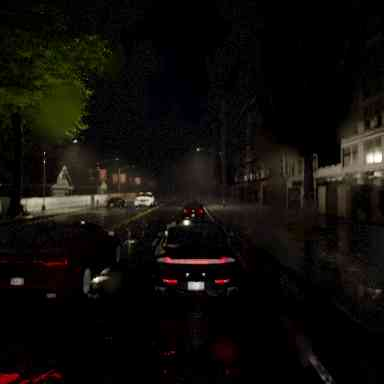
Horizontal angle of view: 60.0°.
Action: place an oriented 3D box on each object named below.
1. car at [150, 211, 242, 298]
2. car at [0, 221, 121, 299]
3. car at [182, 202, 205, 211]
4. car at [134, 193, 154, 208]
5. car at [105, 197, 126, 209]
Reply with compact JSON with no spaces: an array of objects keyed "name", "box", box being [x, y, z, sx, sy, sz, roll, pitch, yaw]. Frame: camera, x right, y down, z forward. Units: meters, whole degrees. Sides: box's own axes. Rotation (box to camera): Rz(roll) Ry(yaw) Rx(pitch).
[{"name":"car","box":[0.091,1.476,8.432,2.128,1.511,4.902,0,0,0]},{"name":"car","box":[-3.154,1.462,8.473,1.882,1.535,5.008,0,0,0]},{"name":"car","box":[0.088,1.544,28.380,1.895,1.301,4.718,0,0,0]},{"name":"car","box":[-6.547,1.116,46.408,2.150,2.045,5.566,0,0,1]},{"name":"car","box":[-9.823,1.408,43.119,1.837,1.490,4.892,0,0,0]}]
